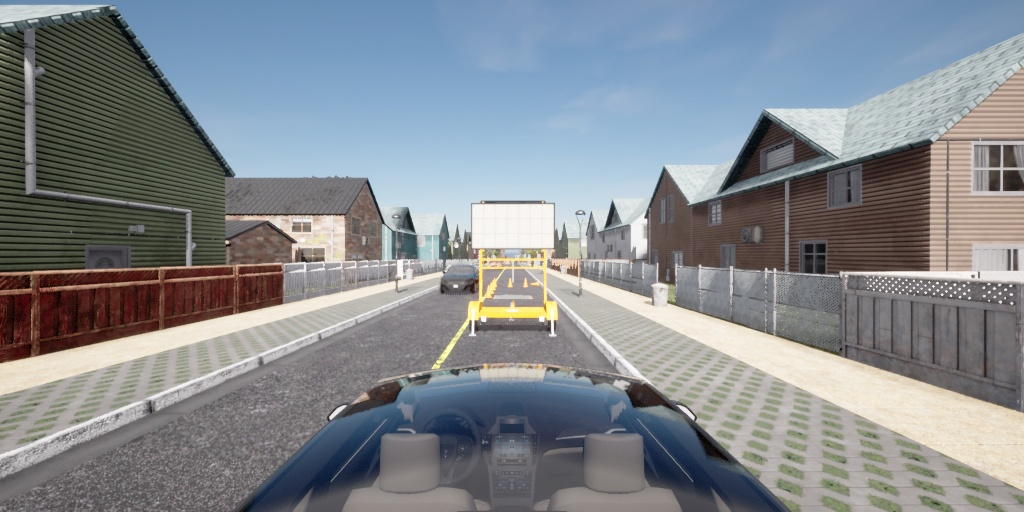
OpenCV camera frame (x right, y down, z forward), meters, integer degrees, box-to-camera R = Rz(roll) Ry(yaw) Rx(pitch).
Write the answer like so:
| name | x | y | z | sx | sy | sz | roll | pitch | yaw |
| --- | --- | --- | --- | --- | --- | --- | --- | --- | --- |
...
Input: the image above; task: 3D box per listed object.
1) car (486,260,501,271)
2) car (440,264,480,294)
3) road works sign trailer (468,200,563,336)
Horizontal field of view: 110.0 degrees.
| name | x | y | z | sx | sy | sz | roll | pitch | yaw |
| --- | --- | --- | --- | --- | --- | --- | --- | --- | --- |
| car | -2.629 | 1.240 | 52.127 | 2.097 | 1.767 | 4.553 | 0 | 0 | 0 |
| car | -2.805 | 1.239 | 20.386 | 1.882 | 1.535 | 5.008 | 0 | 0 | 0 |
| road works sign trailer | 0.029 | 0.215 | 10.350 | 2.380 | 3.560 | 2.880 | 0 | 0 | 1 |
